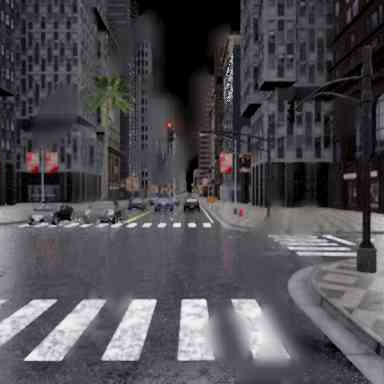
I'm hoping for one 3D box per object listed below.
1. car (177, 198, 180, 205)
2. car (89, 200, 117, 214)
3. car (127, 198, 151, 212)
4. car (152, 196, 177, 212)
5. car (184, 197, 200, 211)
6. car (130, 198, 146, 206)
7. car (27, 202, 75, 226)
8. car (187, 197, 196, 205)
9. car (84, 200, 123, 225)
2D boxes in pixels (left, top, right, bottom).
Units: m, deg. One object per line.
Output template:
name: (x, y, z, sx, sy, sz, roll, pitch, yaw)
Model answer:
car: (-3.390, 1.840, 64.524, 1.994, 1.385, 4.181, 0, 0, 0)
car: (-9.957, 1.637, 37.604, 1.994, 1.385, 4.181, 0, 0, 0)
car: (-6.717, 1.641, 41.356, 2.033, 1.411, 5.357, 0, 0, 0)
car: (-3.266, 1.440, 40.366, 2.097, 1.767, 4.553, 0, 0, 0)
car: (-0.022, 1.575, 42.184, 1.882, 1.535, 5.008, 0, 0, 0)
car: (-9.961, 1.793, 61.366, 2.033, 1.411, 5.357, 0, -1, 0)
car: (-9.919, 1.514, 23.723, 2.128, 1.511, 4.902, 0, 0, 0)
car: (-0.109, 1.836, 68.008, 1.812, 1.442, 4.674, 0, 0, 0)
car: (-6.412, 1.378, 24.466, 2.097, 1.767, 4.553, 0, 0, -4)
